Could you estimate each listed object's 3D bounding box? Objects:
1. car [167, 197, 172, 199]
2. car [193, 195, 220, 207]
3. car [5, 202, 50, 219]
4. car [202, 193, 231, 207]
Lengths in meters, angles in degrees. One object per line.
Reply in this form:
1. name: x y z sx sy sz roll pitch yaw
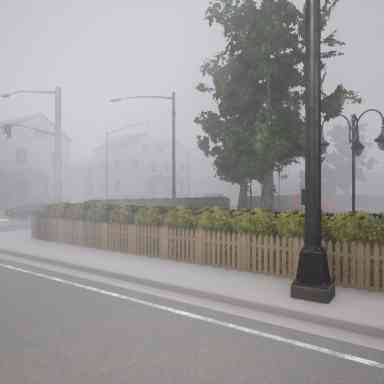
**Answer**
1. car: -3.317 1.478 44.595 1.882 1.535 5.008 0 0 35
2. car: 2.357 1.352 52.680 2.097 1.767 4.553 0 0 35
3. car: -14.016 1.564 29.263 1.994 1.385 4.181 0 0 35
4. car: 3.548 1.221 48.156 2.150 2.045 5.566 0 0 35
